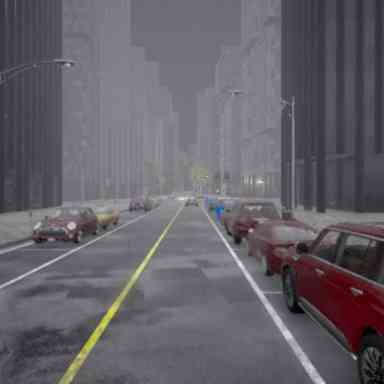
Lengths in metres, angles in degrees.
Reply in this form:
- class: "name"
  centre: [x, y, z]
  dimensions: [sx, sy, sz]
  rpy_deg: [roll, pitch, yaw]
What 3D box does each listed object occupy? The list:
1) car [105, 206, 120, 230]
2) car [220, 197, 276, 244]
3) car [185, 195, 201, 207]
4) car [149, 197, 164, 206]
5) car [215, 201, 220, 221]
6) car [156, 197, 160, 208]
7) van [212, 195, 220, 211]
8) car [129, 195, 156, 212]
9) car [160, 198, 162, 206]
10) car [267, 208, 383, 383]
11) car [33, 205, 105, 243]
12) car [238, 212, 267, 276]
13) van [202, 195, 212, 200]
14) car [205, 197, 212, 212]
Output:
- class: "car"
  centre: [-5.767, 1.510, 20.988]
  dimensions: [1.752, 1.417, 4.829]
  rpy_deg: [0, 0, 0]
- class: "car"
  centre: [2.759, 1.304, 15.652]
  dimensions: [2.192, 1.841, 5.009]
  rpy_deg: [0, 0, 0]
- class: "car"
  centre: [-0.001, 1.531, 50.798]
  dimensions: [1.994, 1.385, 4.181]
  rpy_deg: [0, 0, 0]
- class: "car"
  centre: [-5.774, 1.514, 54.237]
  dimensions: [2.008, 1.369, 4.403]
  rpy_deg: [0, 0, 0]
- class: "car"
  centre: [2.758, 1.530, 21.165]
  dimensions: [1.887, 1.381, 4.507]
  rpy_deg: [0, 0, 0]
- class: "car"
  centre: [-5.771, 1.521, 43.211]
  dimensions: [2.008, 1.369, 4.403]
  rpy_deg: [0, 0, 0]
- class: "van"
  centre: [2.757, 1.323, 26.677]
  dimensions: [1.690, 1.788, 3.998]
  rpy_deg: [0, 0, 0]
- class: "car"
  centre: [-5.771, 1.288, 37.698]
  dimensions: [2.192, 1.841, 5.009]
  rpy_deg: [0, 0, 0]
- class: "car"
  centre: [-5.773, 1.492, 48.554]
  dimensions: [1.752, 1.417, 4.829]
  rpy_deg: [0, 0, 0]
- class: "car"
  centre: [2.761, 1.312, 4.627]
  dimensions: [2.192, 1.841, 5.009]
  rpy_deg: [0, 0, 0]
- class: "car"
  centre: [-5.766, 1.428, 15.645]
  dimensions: [1.967, 1.590, 4.097]
  rpy_deg: [0, 0, 0]
- class: "car"
  centre: [2.760, 1.538, 10.140]
  dimensions: [1.887, 1.381, 4.507]
  rpy_deg: [0, 0, 0]
- class: "van"
  centre: [2.752, 1.309, 48.728]
  dimensions: [1.690, 1.788, 3.998]
  rpy_deg: [0, 0, 0]
- class: "car"
  centre: [2.755, 1.541, 37.703]
  dimensions: [1.947, 1.339, 4.313]
  rpy_deg: [0, 0, 0]
